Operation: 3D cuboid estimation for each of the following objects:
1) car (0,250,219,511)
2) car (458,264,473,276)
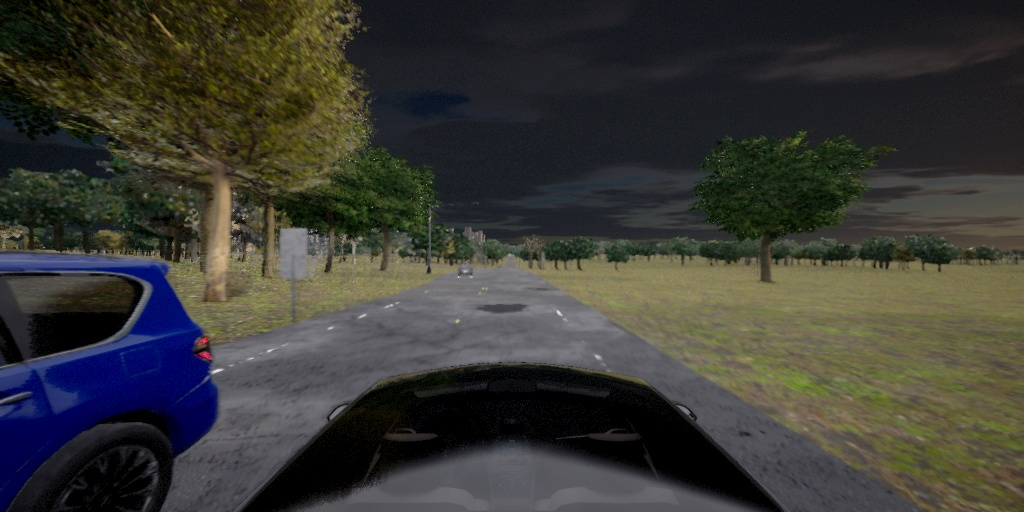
[{"bbox_3d":[-3.599,0.964,0.748,2.150,2.045,5.566,0,-1,0],"label":"car"},{"bbox_3d":[-5.962,1.805,46.030,2.128,1.511,4.902,0,-1,-7],"label":"car"}]
